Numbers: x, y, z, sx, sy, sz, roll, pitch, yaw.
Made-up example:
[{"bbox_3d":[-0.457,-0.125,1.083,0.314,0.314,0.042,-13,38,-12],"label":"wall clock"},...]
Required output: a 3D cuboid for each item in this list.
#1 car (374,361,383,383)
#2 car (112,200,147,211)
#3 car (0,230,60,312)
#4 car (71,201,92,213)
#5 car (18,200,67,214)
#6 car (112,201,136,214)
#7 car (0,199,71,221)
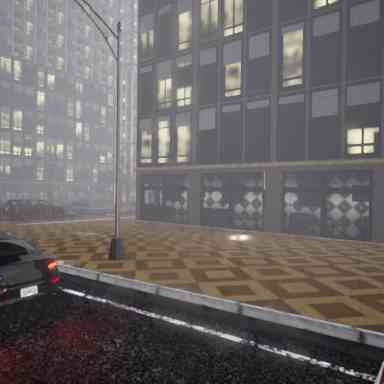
[{"bbox_3d":[3.243,1.353,1.374,4.553,1.767,2.097,0,0,35],"label":"car"},{"bbox_3d":[-8.538,1.856,46.015,1.895,1.301,4.718,1,0,36],"label":"car"},{"bbox_3d":[-4.646,1.522,6.987,4.674,1.442,1.812,0,0,35],"label":"car"},{"bbox_3d":[-13.829,1.742,38.839,1.994,1.385,4.181,1,0,37],"label":"car"},{"bbox_3d":[-17.245,1.641,38.591,1.752,1.417,4.829,1,0,36],"label":"car"},{"bbox_3d":[-6.949,1.829,38.435,1.752,1.417,4.829,1,0,36],"label":"car"},{"bbox_3d":[-13.740,1.518,29.219,2.192,1.841,5.009,1,0,36],"label":"car"}]
